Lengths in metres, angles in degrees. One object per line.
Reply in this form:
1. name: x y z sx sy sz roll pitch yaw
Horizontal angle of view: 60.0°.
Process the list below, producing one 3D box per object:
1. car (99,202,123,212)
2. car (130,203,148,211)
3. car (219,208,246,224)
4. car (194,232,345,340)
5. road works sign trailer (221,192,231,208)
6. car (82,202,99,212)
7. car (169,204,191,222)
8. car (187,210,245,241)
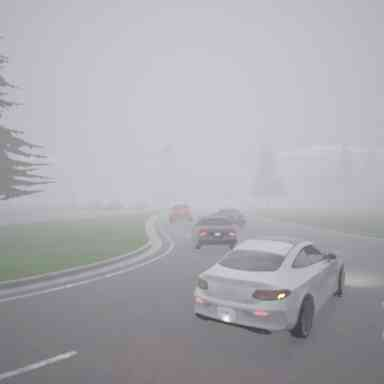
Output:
1. car: -13.446 2.427 56.619 2.097 1.767 4.553 0 -1 10
2. car: -9.423 2.665 59.447 2.033 1.411 5.357 0 -1 9
3. car: 2.911 2.042 27.114 2.033 1.411 5.357 0 -1 -7
4. car: 1.827 1.651 6.865 1.812 1.442 4.674 -1 -1 35
5. road works sign trailer: 7.720 1.842 75.965 2.380 3.560 2.880 0 -1 6
6. car: -16.922 2.443 57.025 2.097 1.767 4.553 0 -1 10
7. car: -1.112 1.956 32.523 2.097 1.767 4.553 0 -1 -5
8. car: 0.972 1.848 16.262 2.033 1.411 5.357 0 -1 -2
